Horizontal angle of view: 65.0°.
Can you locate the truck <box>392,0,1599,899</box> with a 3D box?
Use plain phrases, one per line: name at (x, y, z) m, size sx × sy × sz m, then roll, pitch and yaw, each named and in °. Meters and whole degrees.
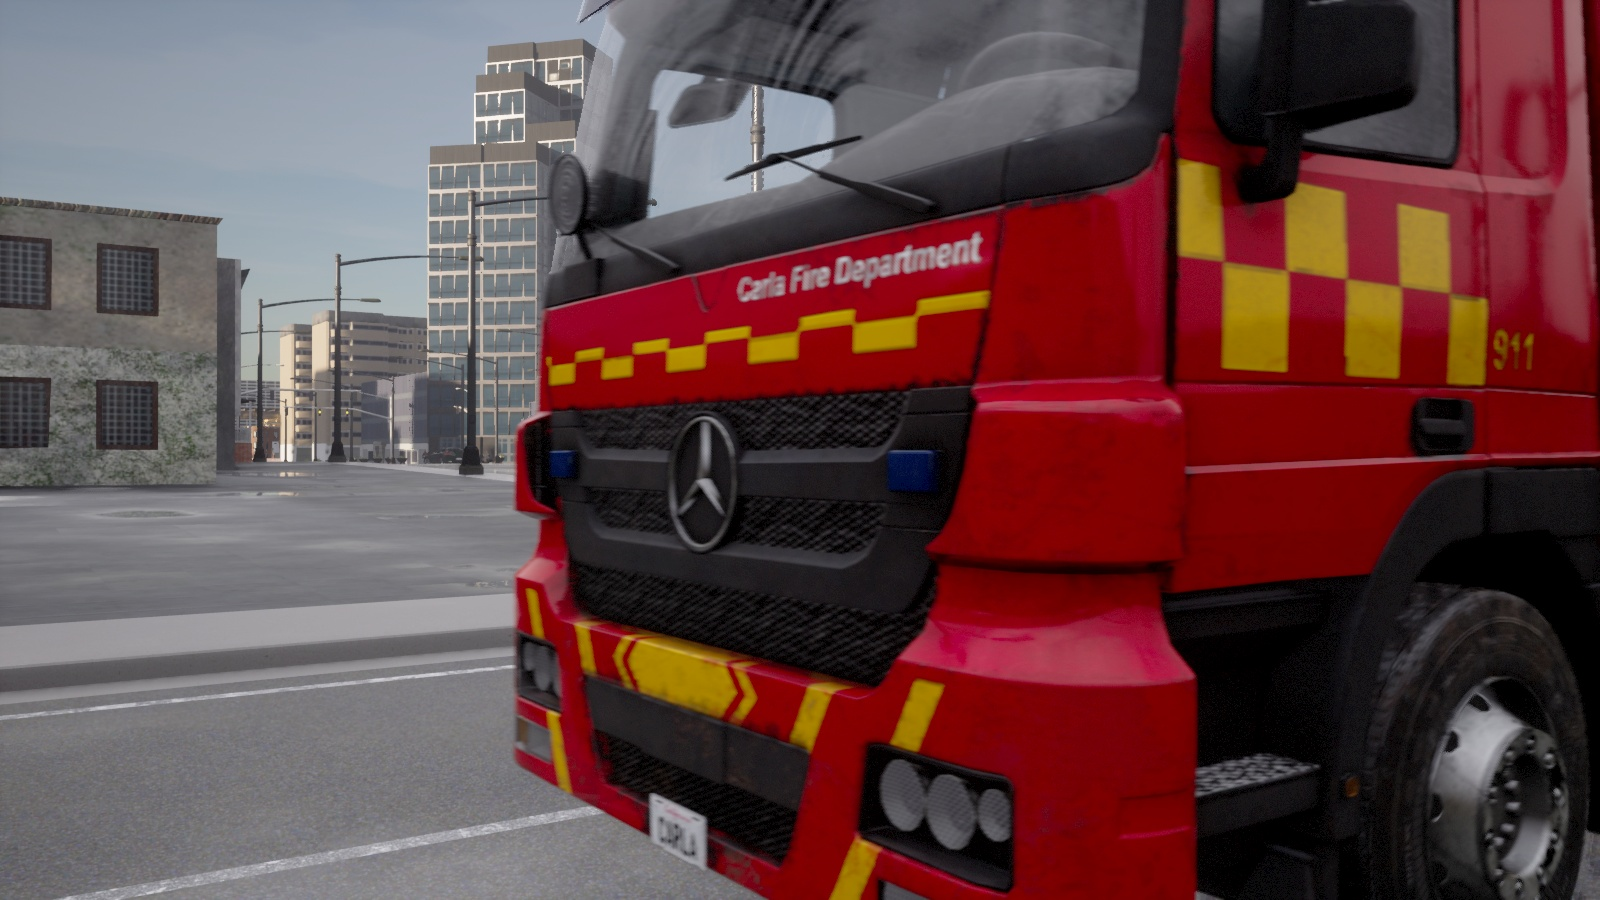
truck at (2.865, -0.412, 5.657) m, size 8.468 × 3.827 × 2.891 m, roll 0°, pitch 0°, yaw -35°
